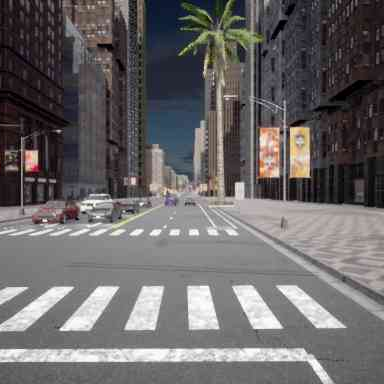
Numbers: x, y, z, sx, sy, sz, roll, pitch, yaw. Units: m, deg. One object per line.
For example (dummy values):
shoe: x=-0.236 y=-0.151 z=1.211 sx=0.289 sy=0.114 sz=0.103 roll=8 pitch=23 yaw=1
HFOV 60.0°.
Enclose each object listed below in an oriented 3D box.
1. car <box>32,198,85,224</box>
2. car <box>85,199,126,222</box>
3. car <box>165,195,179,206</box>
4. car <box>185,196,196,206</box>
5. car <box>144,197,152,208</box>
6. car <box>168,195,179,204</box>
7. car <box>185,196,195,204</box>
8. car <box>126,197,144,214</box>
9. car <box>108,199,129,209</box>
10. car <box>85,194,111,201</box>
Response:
car: x=-9.986 y=1.357 z=24.785 sx=2.097 sy=1.767 sz=4.553 roll=0 pitch=0 yaw=0
car: x=-6.741 y=1.531 z=26.194 sx=1.812 sy=1.442 sz=4.674 roll=0 pitch=0 yaw=0
car: x=-3.571 y=1.564 z=56.537 sx=1.812 sy=1.442 sz=4.674 roll=0 pitch=0 yaw=0
car: x=-0.319 y=1.585 z=56.139 sx=2.033 sy=1.411 sz=5.357 roll=0 pitch=0 yaw=0
car: x=-6.853 y=1.514 z=47.076 sx=2.128 sy=1.511 sz=4.902 roll=0 pitch=0 yaw=0
car: x=-3.628 y=1.413 z=66.513 sx=2.097 sy=1.767 sz=4.553 roll=0 pitch=0 yaw=0
car: x=-0.378 y=1.538 z=66.561 sx=1.882 sy=1.535 sz=5.008 roll=0 pitch=0 yaw=0
car: x=-6.800 y=1.558 z=35.865 sx=2.033 sy=1.411 sz=5.357 roll=0 pitch=0 yaw=0
car: x=-10.097 y=1.622 z=46.082 sx=1.895 sy=1.301 sz=4.718 roll=0 pitch=0 yaw=0
car: x=-10.048 y=1.232 z=35.462 sx=2.150 sy=2.045 sz=5.566 roll=0 pitch=0 yaw=0
